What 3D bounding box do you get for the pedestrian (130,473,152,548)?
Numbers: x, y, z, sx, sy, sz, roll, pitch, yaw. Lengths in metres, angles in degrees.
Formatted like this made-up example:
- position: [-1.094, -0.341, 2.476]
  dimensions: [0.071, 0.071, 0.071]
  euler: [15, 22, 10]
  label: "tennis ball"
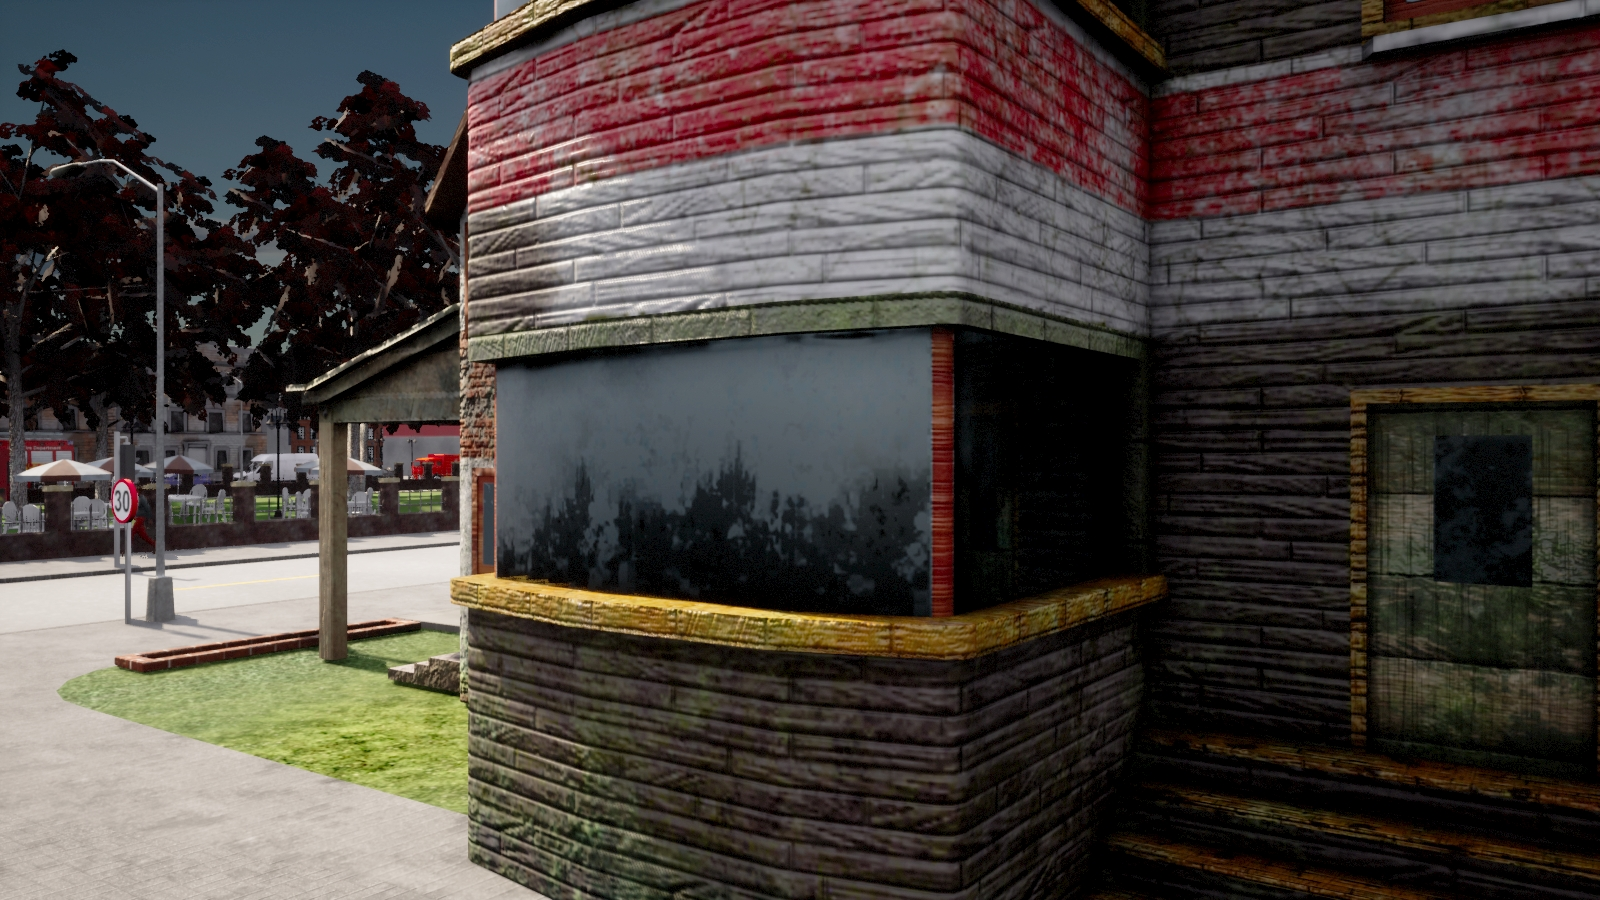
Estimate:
- position: [-16.660, 1.517, 28.882]
  dimensions: [0.375, 1.860, 0.375]
  euler: [0, 0, 36]
  label: "pedestrian"
